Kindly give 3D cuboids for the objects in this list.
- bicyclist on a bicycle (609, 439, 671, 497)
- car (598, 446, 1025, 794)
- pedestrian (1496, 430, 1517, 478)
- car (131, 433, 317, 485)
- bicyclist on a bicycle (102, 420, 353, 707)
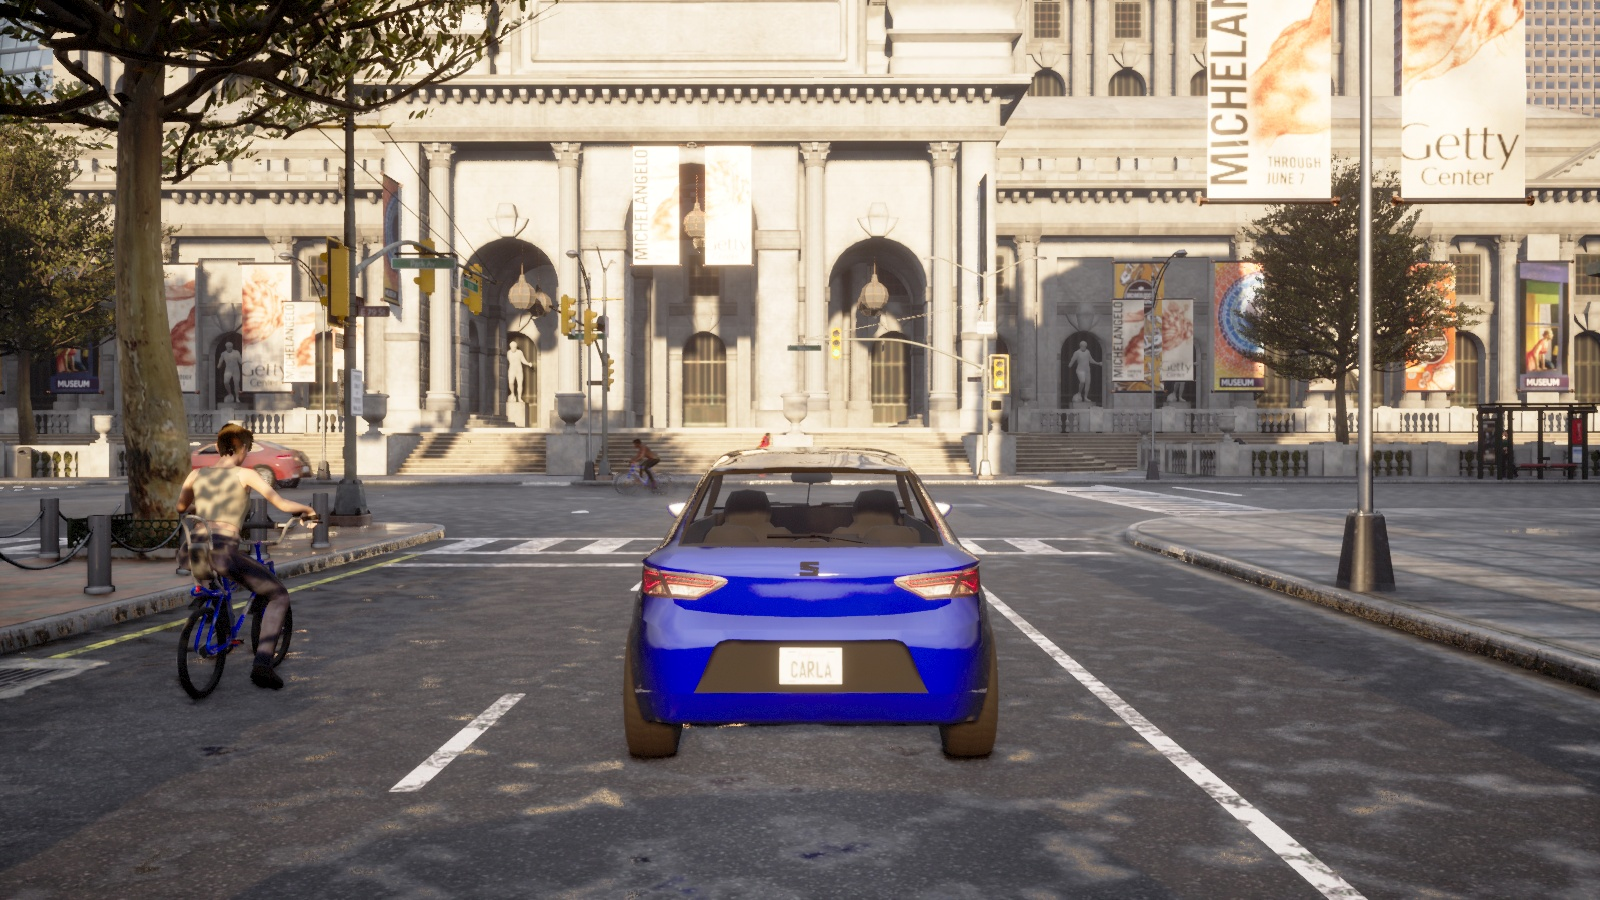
[{"bbox_3d":[-4.556,0.494,35.772,1.656,1.620,0.582,0,1,-20],"label":"bicyclist on a bicycle"},{"bbox_3d":[0.057,0.718,7.451,1.816,1.474,4.193,0,0,0],"label":"car"},{"bbox_3d":[26.773,0.156,47.601,0.594,1.836,0.345,0,0,-6],"label":"pedestrian"},{"bbox_3d":[-18.564,0.281,40.654,5.027,1.651,2.152,0,0,1],"label":"car"},{"bbox_3d":[-3.492,0.636,7.820,0.866,1.612,1.509,0,0,0],"label":"bicyclist on a bicycle"}]
